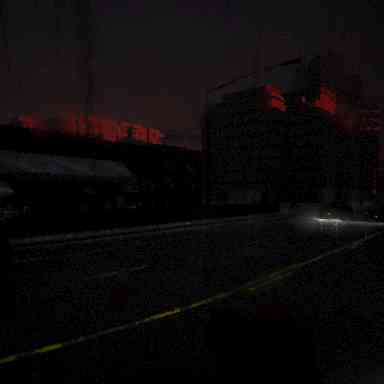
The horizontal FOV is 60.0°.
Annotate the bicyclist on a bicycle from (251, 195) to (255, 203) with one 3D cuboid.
[{"bbox_3d":[10.956,1.300,59.709,0.582,1.620,1.656,0,0,39],"label":"bicyclist on a bicycle"}]

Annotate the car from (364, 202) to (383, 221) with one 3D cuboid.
[{"bbox_3d":[15.181,1.559,26.522,1.812,1.442,4.674,0,0,40],"label":"car"}]

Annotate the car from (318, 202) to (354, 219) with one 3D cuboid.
[{"bbox_3d":[12.486,1.598,28.755,1.994,1.385,4.181,0,0,40],"label":"car"}]
